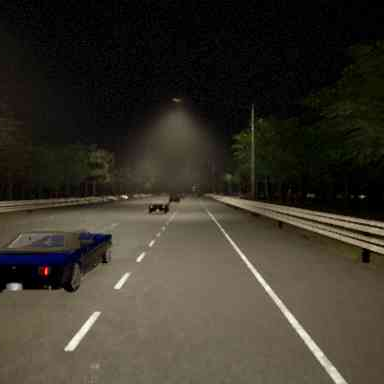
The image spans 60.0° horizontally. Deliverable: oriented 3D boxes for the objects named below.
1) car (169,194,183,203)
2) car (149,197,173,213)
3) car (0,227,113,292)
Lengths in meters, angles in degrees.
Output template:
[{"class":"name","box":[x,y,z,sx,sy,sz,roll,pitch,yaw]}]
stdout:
[{"class":"car","box":[-3.372,1.229,64.958,2.097,1.767,4.553,0,0,0]},{"class":"car","box":[-3.443,1.535,35.806,1.895,1.301,4.718,0,0,0]},{"class":"car","box":[-3.499,1.584,8.816,1.895,1.301,4.718,0,0,0]}]
